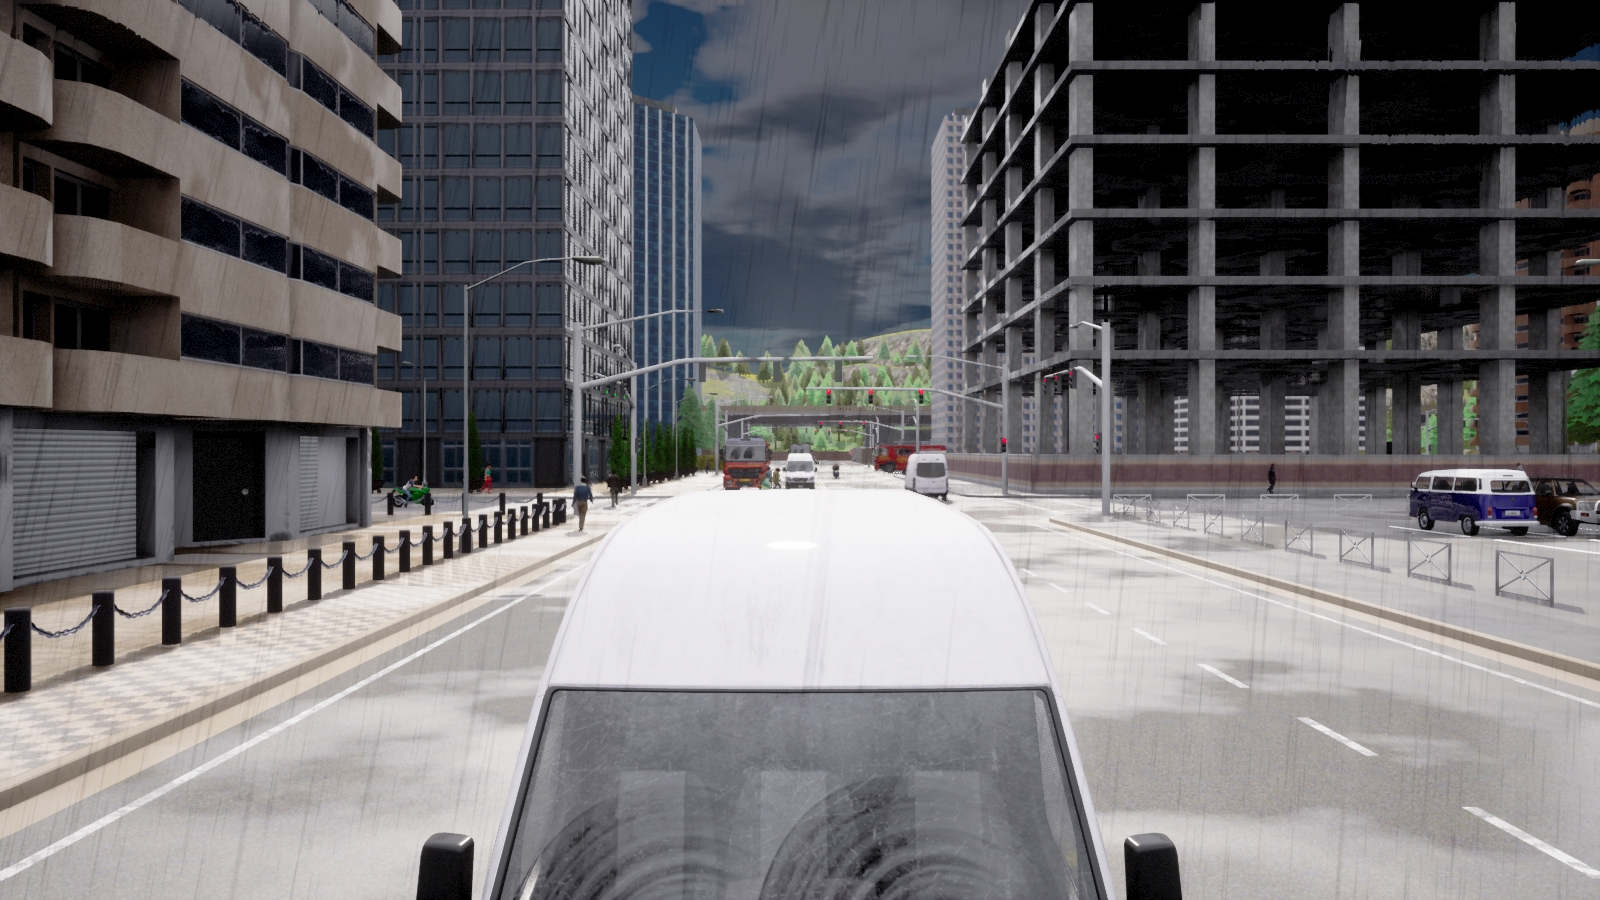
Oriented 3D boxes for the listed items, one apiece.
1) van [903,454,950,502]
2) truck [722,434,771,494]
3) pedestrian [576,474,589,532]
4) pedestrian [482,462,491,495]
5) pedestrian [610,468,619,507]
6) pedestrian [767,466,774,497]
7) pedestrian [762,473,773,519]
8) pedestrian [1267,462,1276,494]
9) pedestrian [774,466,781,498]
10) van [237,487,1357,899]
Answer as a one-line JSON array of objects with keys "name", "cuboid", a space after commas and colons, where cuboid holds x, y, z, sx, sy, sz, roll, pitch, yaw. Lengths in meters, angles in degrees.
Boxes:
[{"name": "van", "cuboid": [7.004, 1.507, 63.971, 1.988, 2.561, 5.915, 0, 0, 0]}, {"name": "truck", "cuboid": [-3.496, 0.891, 77.013, 2.891, 3.827, 8.468, 0, 0, 0]}, {"name": "pedestrian", "cuboid": [-7.014, 1.697, 36.873, 0.375, 1.860, 0.375, 0, 0, -3]}, {"name": "pedestrian", "cuboid": [-17.974, 1.641, 65.584, 0.375, 1.860, 0.375, 0, 0, 11]}, {"name": "pedestrian", "cuboid": [-8.877, 1.805, 54.643, 0.375, 1.860, 0.375, 0, 0, 2]}, {"name": "pedestrian", "cuboid": [-1.750, 1.848, 67.279, 0.375, 1.860, 0.375, 0, 0, -3]}, {"name": "pedestrian", "cuboid": [-1.314, 1.837, 45.821, 0.375, 1.860, 0.375, 0, 0, -10]}, {"name": "pedestrian", "cuboid": [27.449, 1.641, 66.569, 0.375, 1.860, 0.375, 0, 0, -1]}, {"name": "pedestrian", "cuboid": [-1.293, 1.848, 66.682, 0.375, 1.860, 0.375, 0, 0, 6]}, {"name": "van", "cuboid": [-0.002, 1.534, 4.985, 1.988, 2.561, 5.915, 0, 0, 0]}]
